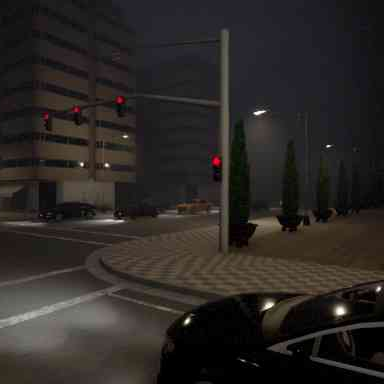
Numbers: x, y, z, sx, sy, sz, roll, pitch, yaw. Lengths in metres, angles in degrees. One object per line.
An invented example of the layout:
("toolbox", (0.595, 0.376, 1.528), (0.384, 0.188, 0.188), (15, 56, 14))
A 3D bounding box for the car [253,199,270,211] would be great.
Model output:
("car", (7.892, 1.545, 40.586), (2.128, 1.511, 4.902), (0, 0, 35))

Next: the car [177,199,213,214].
("car", (0.353, 1.533, 36.320), (1.882, 1.535, 5.008), (0, 0, 35))

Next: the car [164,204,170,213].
("car", (-4.552, 1.603, 35.445), (2.033, 1.411, 5.357), (0, 0, 35))

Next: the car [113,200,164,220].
("car", (-4.797, 1.619, 29.032), (1.994, 1.385, 4.181), (0, 0, 35))

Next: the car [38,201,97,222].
("car", (-10.172, 1.560, 27.488), (1.837, 1.490, 4.892), (0, 0, 35))

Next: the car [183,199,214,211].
("car", (0.899, 1.619, 43.135), (1.994, 1.385, 4.181), (0, 0, 36))

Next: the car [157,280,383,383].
("car", (1.890, 1.492, 2.626), (4.902, 1.511, 2.128), (0, 0, 36))
